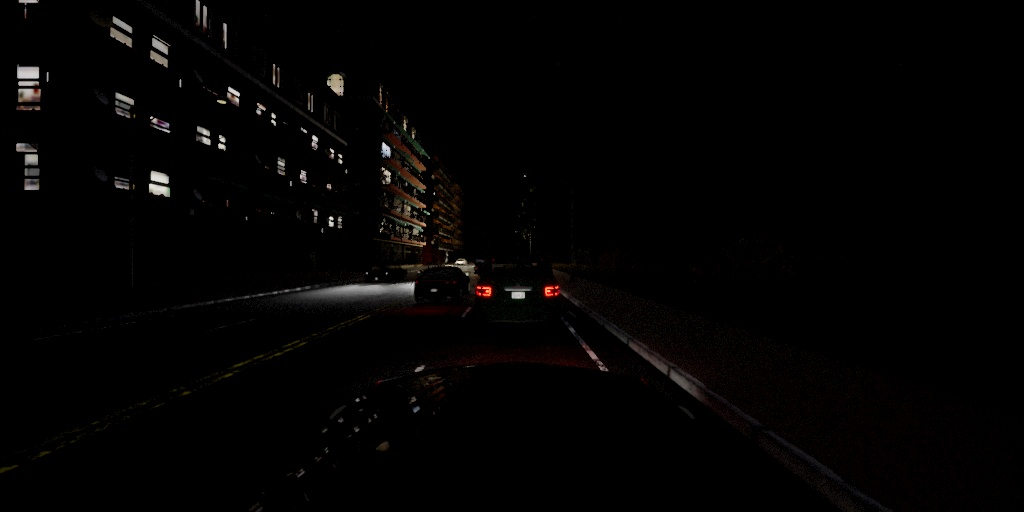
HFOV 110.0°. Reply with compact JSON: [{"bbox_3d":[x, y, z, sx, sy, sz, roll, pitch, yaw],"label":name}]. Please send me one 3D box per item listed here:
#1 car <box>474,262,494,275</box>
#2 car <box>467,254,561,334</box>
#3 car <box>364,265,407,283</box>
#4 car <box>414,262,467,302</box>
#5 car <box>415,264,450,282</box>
[{"bbox_3d":[-3.150,1.354,40.766,1.895,1.301,4.718,0,0,0],"label":"car"},{"bbox_3d":[0.101,0.973,10.732,2.150,2.045,5.566,0,0,-1],"label":"car"},{"bbox_3d":[-9.851,1.354,28.274,1.895,1.301,4.718,0,0,0],"label":"car"},{"bbox_3d":[-3.151,1.230,16.949,1.882,1.535,5.008,0,0,0],"label":"car"},{"bbox_3d":[-6.601,1.355,30.303,1.895,1.301,4.718,0,0,0],"label":"car"}]
